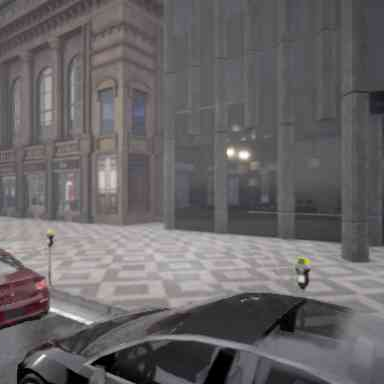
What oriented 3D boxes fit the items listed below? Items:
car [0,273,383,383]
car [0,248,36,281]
[{"bbox_3d":[0.336,1.569,2.721,4.313,1.339,1.947,0,0,35],"label":"car"},{"bbox_3d":[-4.225,1.600,5.974,4.206,1.307,1.802,0,0,35],"label":"car"}]
